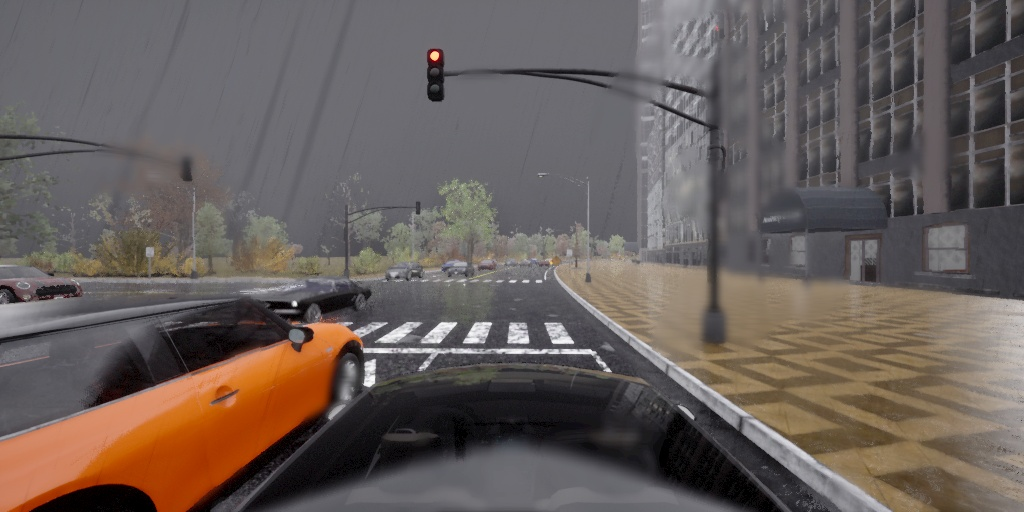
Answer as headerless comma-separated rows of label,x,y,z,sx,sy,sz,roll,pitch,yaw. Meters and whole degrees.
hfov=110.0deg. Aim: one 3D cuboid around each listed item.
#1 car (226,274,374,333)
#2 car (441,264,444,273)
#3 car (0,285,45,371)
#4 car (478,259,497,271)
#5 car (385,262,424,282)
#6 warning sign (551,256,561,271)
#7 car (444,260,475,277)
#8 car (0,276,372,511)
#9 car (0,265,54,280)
car,-6.413,1.349,11.657,1.895,1.301,4.718,0,0,2
car,-7.255,1.224,44.359,1.882,1.535,5.008,0,0,7
car,-9.789,1.275,4.471,1.812,1.442,4.674,0,0,0
car,-3.387,1.227,49.155,1.882,1.535,5.008,0,1,8
car,-8.718,1.238,29.440,2.128,1.511,4.902,0,0,5
warning sign,5.451,0.868,44.118,1.300,1.860,1.060,0,0,7
car,-4.937,1.273,35.375,1.812,1.442,4.674,0,0,6
car,-3.103,1.102,3.187,2.097,1.767,4.553,0,0,0
car,-20.969,1.159,14.958,4.553,1.767,2.097,0,0,4
